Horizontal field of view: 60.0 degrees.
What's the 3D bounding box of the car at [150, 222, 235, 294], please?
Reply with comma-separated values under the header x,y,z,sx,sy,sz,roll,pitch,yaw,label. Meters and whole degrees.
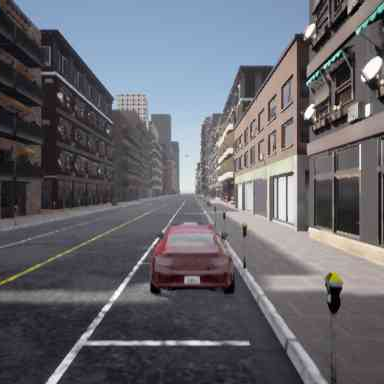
x,y,z,sx,sy,sz,roll,pitch,yaw,label
0.004,1.516,8.649,1.812,1.442,4.674,0,0,0,car
